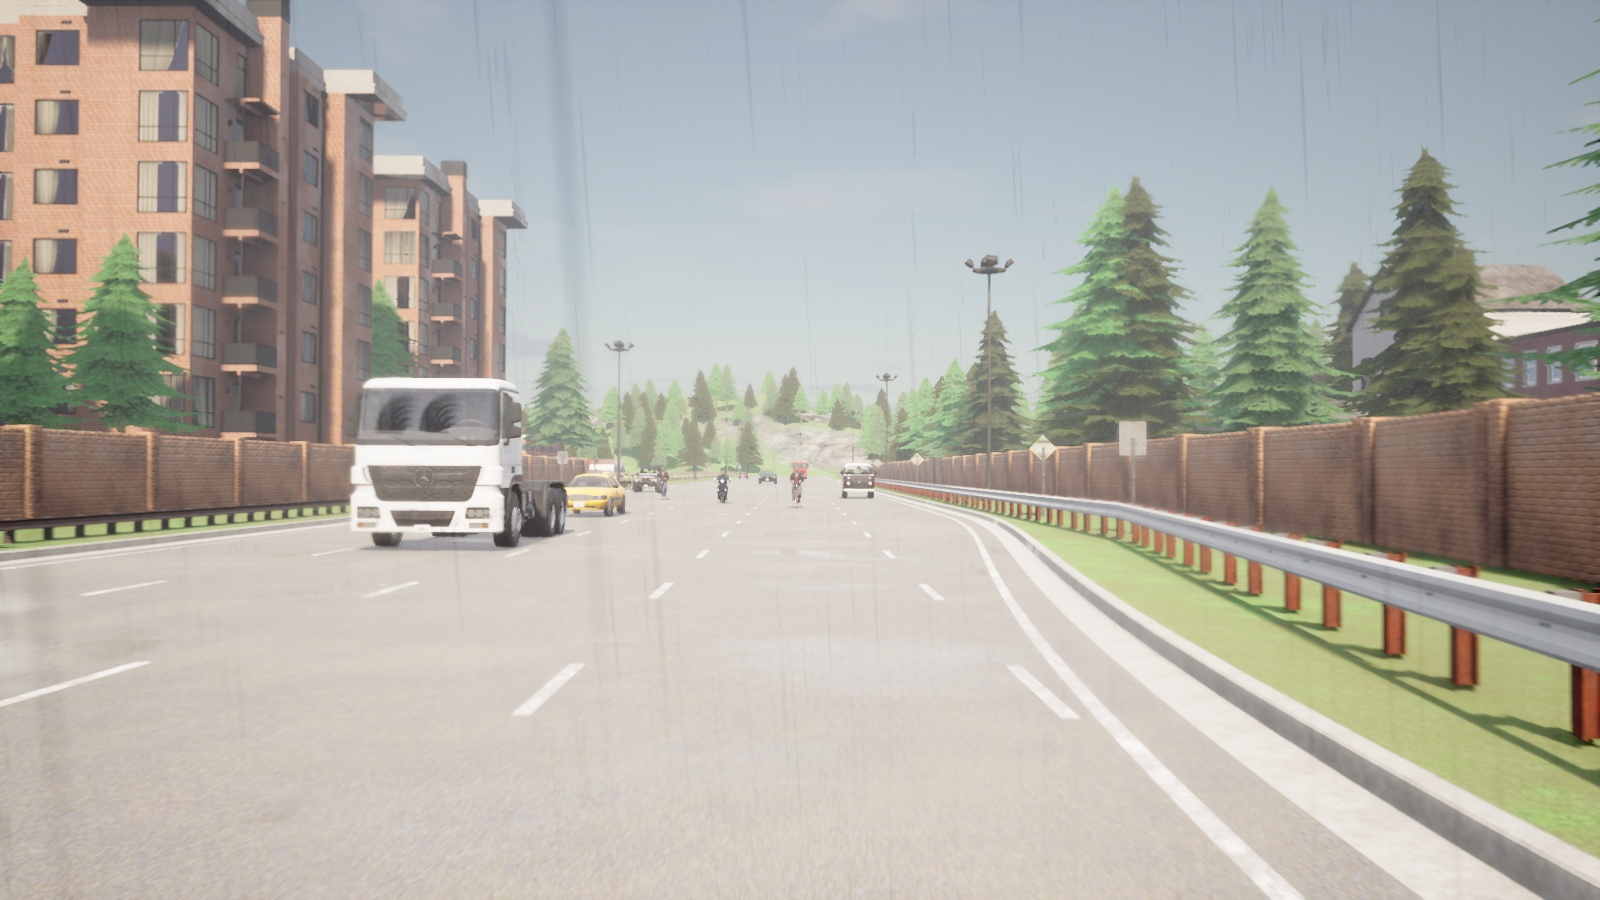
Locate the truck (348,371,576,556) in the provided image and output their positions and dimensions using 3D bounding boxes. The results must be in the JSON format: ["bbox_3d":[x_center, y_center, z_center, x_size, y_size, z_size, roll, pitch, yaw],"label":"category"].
[{"bbox_3d":[-7.071,0.322,27.590,2.891,3.462,7.936,0,-1,0],"label":"truck"}]

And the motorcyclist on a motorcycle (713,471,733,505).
[{"bbox_3d":[-3.645,1.778,59.528,0.866,1.590,1.817,0,-1,0],"label":"motorcyclist on a motorcycle"}]

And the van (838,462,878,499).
[{"bbox_3d":[3.324,1.737,72.318,2.069,2.038,4.480,0,-1,0],"label":"van"}]

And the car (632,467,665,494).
[{"bbox_3d":[-10.717,2.145,89.238,1.905,1.878,3.866,0,-1,0],"label":"car"}]

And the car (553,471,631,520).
[{"bbox_3d":[-7.106,1.507,43.369,1.801,1.575,5.366,0,-1,0],"label":"car"}]
